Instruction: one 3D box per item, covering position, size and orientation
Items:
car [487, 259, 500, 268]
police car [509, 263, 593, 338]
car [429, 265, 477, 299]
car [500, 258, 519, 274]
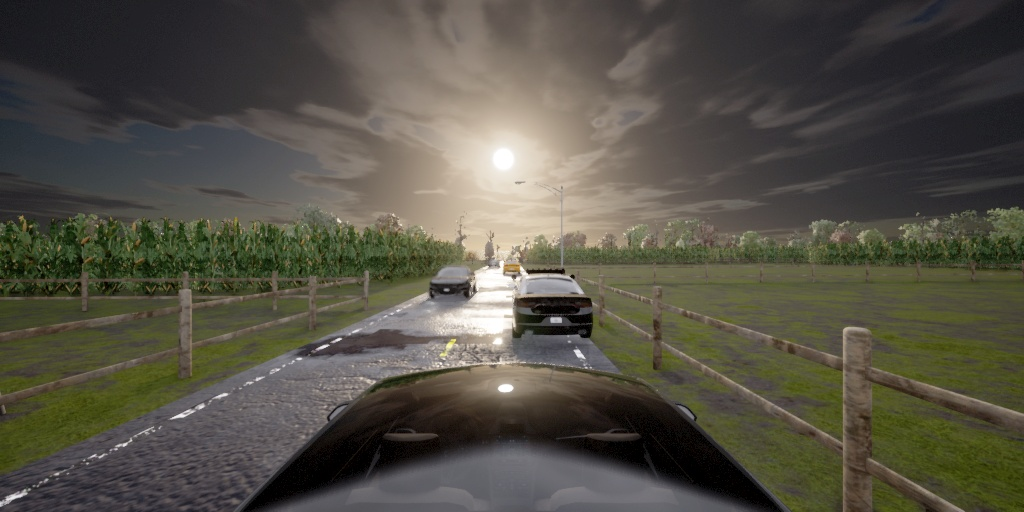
[{"bbox_3d":[-2.902,1.198,58.626,2.128,1.511,4.902,0,0,0],"label":"car"},{"bbox_3d":[0.943,1.175,10.292,1.930,1.638,5.238,0,0,0],"label":"police car"},{"bbox_3d":[-2.892,1.225,18.372,1.882,1.535,5.008,0,0,0],"label":"car"},{"bbox_3d":[-0.020,1.211,40.487,1.882,1.535,5.008,0,0,0],"label":"car"}]
